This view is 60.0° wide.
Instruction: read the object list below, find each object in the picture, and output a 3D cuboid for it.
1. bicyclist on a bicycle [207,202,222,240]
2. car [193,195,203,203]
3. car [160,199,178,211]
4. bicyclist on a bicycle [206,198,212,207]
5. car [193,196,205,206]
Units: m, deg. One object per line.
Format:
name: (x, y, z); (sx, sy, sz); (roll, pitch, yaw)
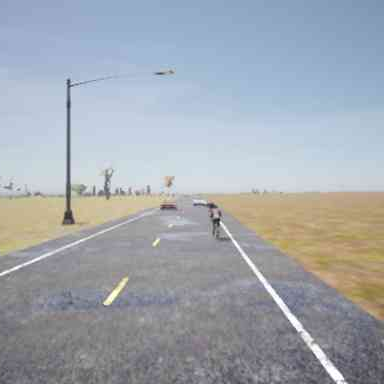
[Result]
bicyclist on a bicycle: (1.153, 1.446, 15.786); (0.582, 1.620, 1.656); (0, 0, 1)
car: (1.361, 1.522, 73.806); (2.128, 1.511, 4.902); (0, 0, 1)
car: (-2.782, 1.584, 40.818); (1.895, 1.301, 4.718); (0, 0, 1)
bicyclist on a bicycle: (1.395, 1.360, 25.673); (0.659, 1.776, 1.843); (0, 0, 2)
car: (1.167, 1.584, 53.844); (1.895, 1.301, 4.718); (0, 0, 1)
